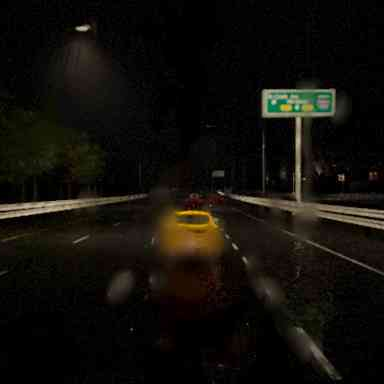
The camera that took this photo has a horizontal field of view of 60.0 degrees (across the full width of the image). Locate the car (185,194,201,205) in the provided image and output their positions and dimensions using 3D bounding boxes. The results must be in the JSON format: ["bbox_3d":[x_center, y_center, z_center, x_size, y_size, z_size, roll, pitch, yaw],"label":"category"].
[{"bbox_3d":[0.177,1.404,42.631,1.882,1.535,5.008,0,0,1],"label":"car"}]

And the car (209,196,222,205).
[{"bbox_3d":[3.904,1.332,55.203,1.882,1.535,5.008,0,1,1],"label":"car"}]

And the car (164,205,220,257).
[{"bbox_3d":[0.012,1.474,12.981,1.882,1.535,5.008,0,0,0],"label":"car"}]

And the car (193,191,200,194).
[{"bbox_3d":[0.533,1.189,72.621,1.882,1.535,5.008,0,0,1],"label":"car"}]
